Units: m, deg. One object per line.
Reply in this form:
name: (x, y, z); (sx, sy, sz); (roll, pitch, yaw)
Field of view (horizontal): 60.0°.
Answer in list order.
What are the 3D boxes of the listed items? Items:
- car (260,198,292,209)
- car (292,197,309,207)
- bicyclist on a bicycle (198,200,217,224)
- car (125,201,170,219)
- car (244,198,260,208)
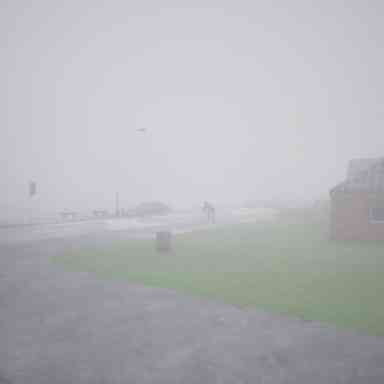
car: (11.541, 1.602, 45.549); (1.837, 1.490, 4.892); (0, 0, 36)
car: (17.455, 1.589, 53.919); (2.128, 1.511, 4.902); (0, 0, 35)
bicyclist on a bicycle: (1.095, 1.423, 23.580); (1.656, 1.620, 0.582); (-1, 0, 35)
car: (-4.016, 1.627, 30.875); (1.837, 1.490, 4.892); (0, 0, 36)
car: (9.427, 1.647, 49.605); (1.812, 1.442, 4.674); (0, 0, 36)
